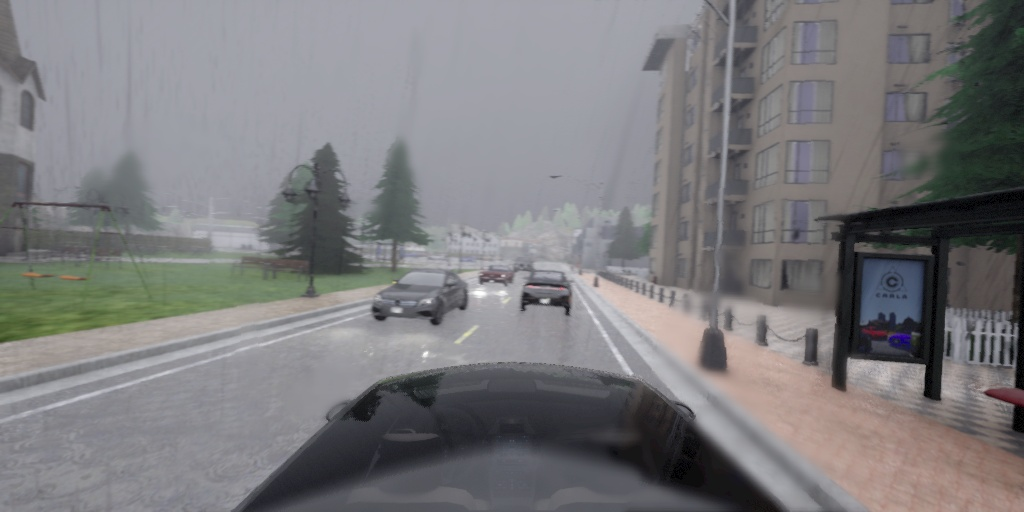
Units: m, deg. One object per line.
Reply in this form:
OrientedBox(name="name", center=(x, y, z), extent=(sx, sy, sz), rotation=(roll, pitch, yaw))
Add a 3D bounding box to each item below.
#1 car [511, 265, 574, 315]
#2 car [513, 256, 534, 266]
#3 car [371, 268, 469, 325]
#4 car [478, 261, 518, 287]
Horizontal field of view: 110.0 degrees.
OrientedBox(name="car", center=(1.430, 1.319, 14.420), extent=(2.128, 1.511, 4.902), rotation=(3, 0, 7))
OrientedBox(name="car", center=(1.425, 1.089, 43.426), extent=(2.150, 2.045, 5.566), rotation=(3, 0, 7))
OrientedBox(name="car", center=(-2.627, 1.130, 11.410), extent=(1.812, 1.442, 4.674), rotation=(3, 0, 7))
OrientedBox(name="car", center=(-0.992, 1.295, 24.716), extent=(1.895, 1.301, 4.718), rotation=(3, 0, 7))
